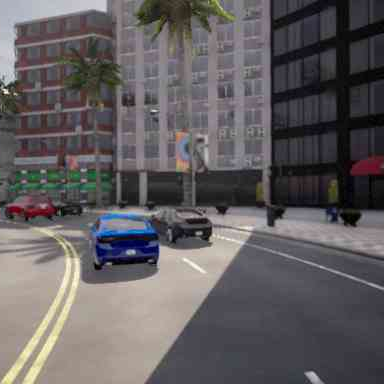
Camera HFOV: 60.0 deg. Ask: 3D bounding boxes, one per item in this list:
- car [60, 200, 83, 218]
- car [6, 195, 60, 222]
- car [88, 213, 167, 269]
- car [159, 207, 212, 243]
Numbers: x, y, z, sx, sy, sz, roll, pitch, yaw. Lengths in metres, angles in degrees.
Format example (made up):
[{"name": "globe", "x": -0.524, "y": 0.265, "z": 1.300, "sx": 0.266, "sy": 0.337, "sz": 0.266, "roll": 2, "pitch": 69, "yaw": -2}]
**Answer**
[{"name": "car", "x": -12.035, "y": 1.529, "z": 30.773, "sx": 5.008, "sy": 1.535, "sz": 1.882, "roll": 0, "pitch": 0, "yaw": 42}, {"name": "car", "x": -13.409, "y": 1.286, "z": 27.433, "sx": 5.566, "sy": 2.045, "sz": 2.150, "roll": 0, "pitch": 0, "yaw": 43}, {"name": "car", "x": -2.462, "y": 1.483, "z": 11.396, "sx": 1.882, "sy": 1.535, "sz": 5.008, "roll": 0, "pitch": 0, "yaw": -19}, {"name": "car", "x": -0.743, "y": 1.493, "z": 16.139, "sx": 1.837, "sy": 1.490, "sz": 4.892, "roll": 0, "pitch": 0, "yaw": -25}]
